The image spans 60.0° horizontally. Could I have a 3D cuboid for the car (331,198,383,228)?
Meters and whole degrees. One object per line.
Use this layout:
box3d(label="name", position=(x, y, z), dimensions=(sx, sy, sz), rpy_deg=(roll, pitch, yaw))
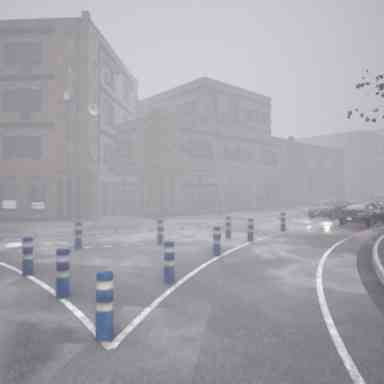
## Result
box3d(label="car", position=(11.010, 1.379, 21.348), dimensions=(4.674, 1.442, 1.812), rpy_deg=(-1, 1, -43))

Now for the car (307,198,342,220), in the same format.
box3d(label="car", position=(10.881, 1.296, 25.989), dimensions=(4.892, 1.490, 1.837), rpy_deg=(-1, 1, -41))

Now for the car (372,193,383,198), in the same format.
box3d(label="car", position=(19.193, 0.941, 33.182), dimensions=(4.553, 1.767, 2.097), rpy_deg=(-1, 1, -41))
